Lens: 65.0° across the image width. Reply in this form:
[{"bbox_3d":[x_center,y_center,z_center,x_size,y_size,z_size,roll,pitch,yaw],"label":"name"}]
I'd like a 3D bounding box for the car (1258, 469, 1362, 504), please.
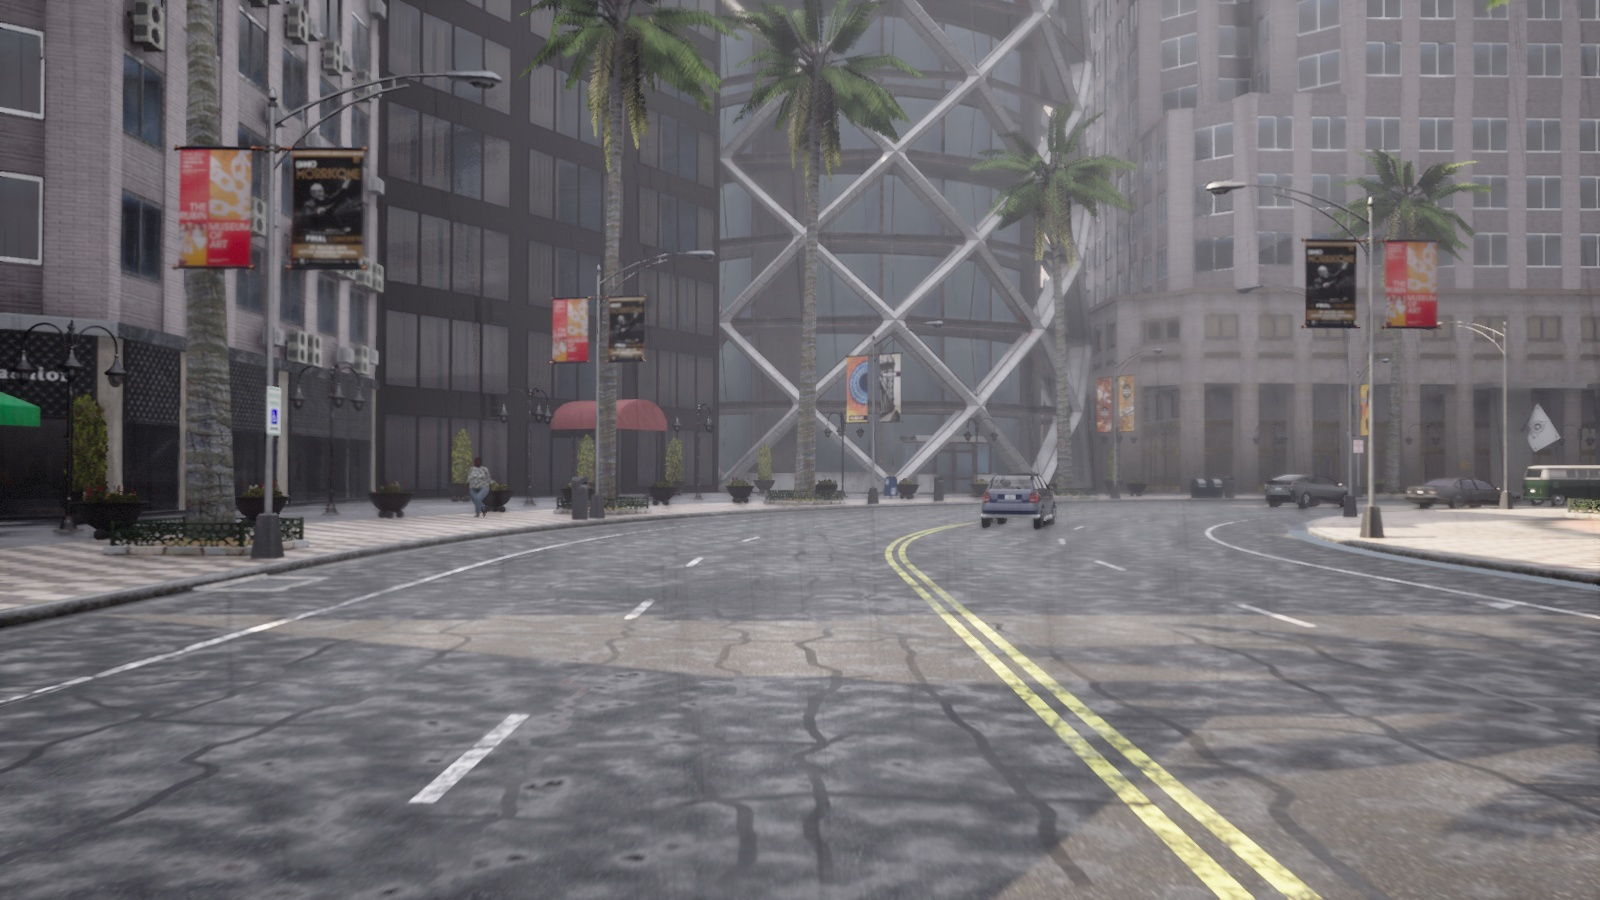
[{"bbox_3d":[22.954,1.615,56.496,4.514,1.525,2.007,0,-1,-31],"label":"car"}]

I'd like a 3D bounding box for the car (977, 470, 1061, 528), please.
[{"bbox_3d":[6.369,1.375,36.267,1.789,1.549,3.705,-1,-1,19],"label":"car"}]

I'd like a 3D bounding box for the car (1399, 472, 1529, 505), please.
[{"bbox_3d":[29.406,1.675,55.597,5.357,1.411,2.033,0,-1,-21],"label":"car"}]

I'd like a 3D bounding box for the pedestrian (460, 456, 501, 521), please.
[{"bbox_3d":[-9.305,1.121,36.579,0.874,1.855,0.900,0,-1,10],"label":"pedestrian"}]

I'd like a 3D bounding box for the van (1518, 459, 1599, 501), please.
[{"bbox_3d":[37.340,1.431,60.611,4.442,1.987,1.775,0,-1,-5],"label":"van"}]
